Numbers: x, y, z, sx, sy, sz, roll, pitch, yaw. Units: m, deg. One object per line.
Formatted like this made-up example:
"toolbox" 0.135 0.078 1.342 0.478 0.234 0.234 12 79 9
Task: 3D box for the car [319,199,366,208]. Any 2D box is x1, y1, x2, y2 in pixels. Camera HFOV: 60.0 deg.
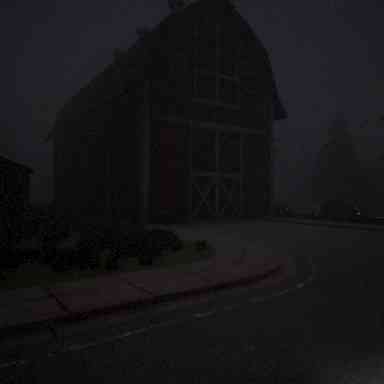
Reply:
"car" 14.820 1.495 32.682 2.097 1.767 4.553 0 0 -34

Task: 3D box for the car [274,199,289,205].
"car" 9.634 1.635 40.231 2.128 1.511 4.902 0 0 -34
